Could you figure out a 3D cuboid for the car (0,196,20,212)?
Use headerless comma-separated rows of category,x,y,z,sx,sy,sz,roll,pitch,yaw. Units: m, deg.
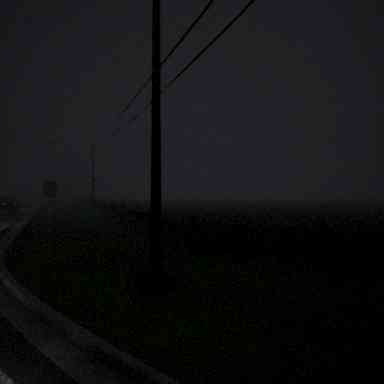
car,-19.797,1.235,35.787,2.097,1.767,4.553,0,0,-23

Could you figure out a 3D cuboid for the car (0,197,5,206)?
car,-29.981,1.429,50.830,1.895,1.301,4.718,0,0,-23
